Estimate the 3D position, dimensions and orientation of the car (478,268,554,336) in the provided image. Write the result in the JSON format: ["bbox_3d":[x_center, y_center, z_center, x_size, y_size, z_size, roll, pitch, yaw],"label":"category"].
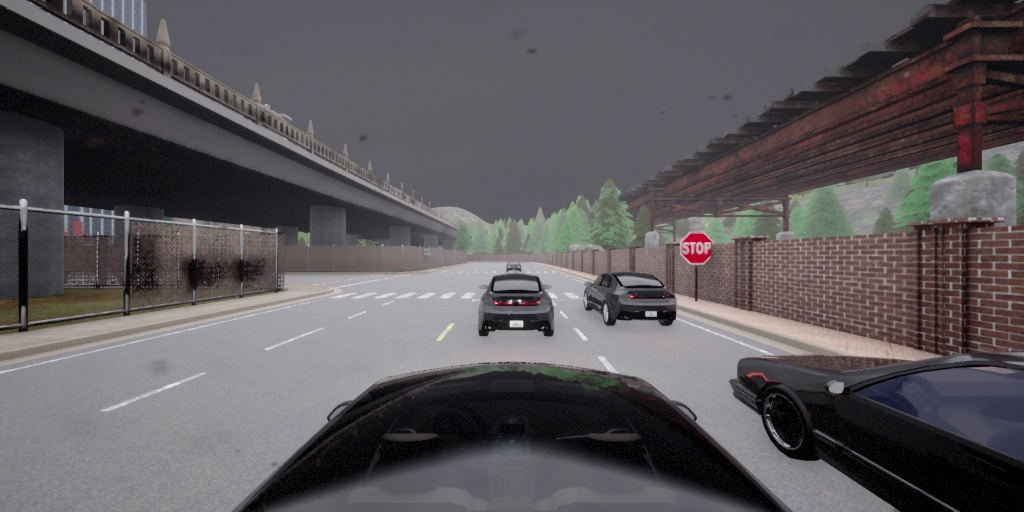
[{"bbox_3d":[0.103,1.255,10.334,1.837,1.490,4.892,0,0,0],"label":"car"}]

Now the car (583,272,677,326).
[{"bbox_3d":[3.605,1.255,11.692,1.837,1.490,4.892,0,0,0],"label":"car"}]

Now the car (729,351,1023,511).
[{"bbox_3d":[3.600,1.297,1.945,2.033,1.411,5.357,0,0,0],"label":"car"}]

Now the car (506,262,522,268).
[{"bbox_3d":[0.218,1.351,45.430,1.895,1.301,4.718,0,0,-1],"label":"car"}]
